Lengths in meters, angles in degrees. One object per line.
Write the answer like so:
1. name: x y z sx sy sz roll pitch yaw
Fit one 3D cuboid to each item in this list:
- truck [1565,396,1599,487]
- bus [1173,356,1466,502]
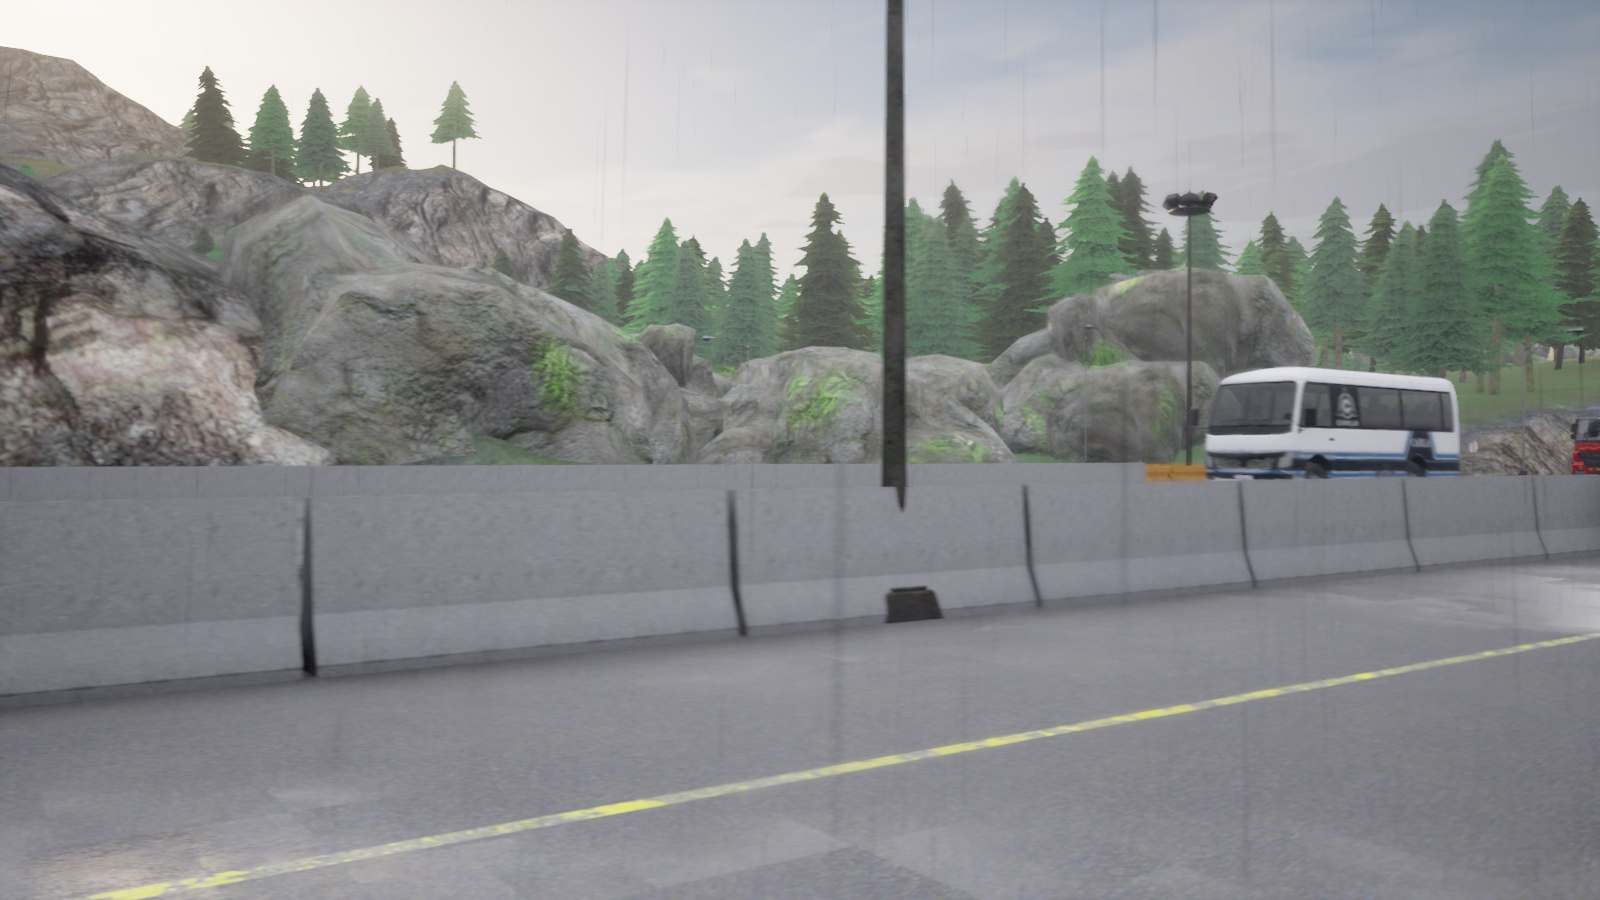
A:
1. truck: 37.147 -0.359 55.105 8.468 3.827 2.891 0 0 -35
2. bus: 17.217 -0.564 41.234 10.273 4.253 3.944 1 -1 -35
